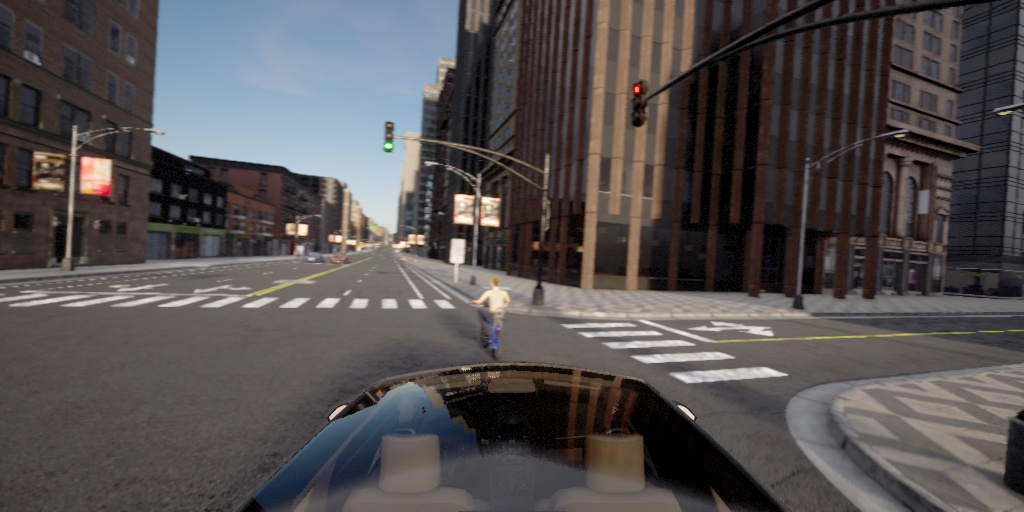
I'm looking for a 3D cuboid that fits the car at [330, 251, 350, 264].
[{"bbox_3d":[-24.708,0.192,51.609,2.097,1.767,4.553,3,-1,-19],"label":"car"}]

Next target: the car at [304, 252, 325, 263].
[{"bbox_3d":[-27.778,0.188,50.527,1.812,1.442,4.674,3,-1,-19],"label":"car"}]

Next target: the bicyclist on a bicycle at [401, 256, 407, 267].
[{"bbox_3d":[-15.394,0.787,51.145,0.866,1.612,1.509,4,-1,-18],"label":"bicyclist on a bicycle"}]

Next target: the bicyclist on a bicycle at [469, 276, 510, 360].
[{"bbox_3d":[-0.403,1.205,7.287,0.866,1.612,1.509,3,0,-18],"label":"bicyclist on a bicycle"}]
